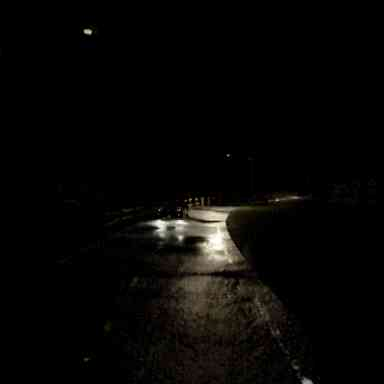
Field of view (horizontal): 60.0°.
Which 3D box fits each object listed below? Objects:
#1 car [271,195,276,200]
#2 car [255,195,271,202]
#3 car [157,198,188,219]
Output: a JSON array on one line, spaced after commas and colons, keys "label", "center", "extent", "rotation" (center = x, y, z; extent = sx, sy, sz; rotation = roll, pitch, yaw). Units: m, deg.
[{"label": "car", "center": [20.693, 1.480, 87.141], "extent": [1.994, 1.385, 4.181], "rotation": [0, 0, 25]}, {"label": "car", "center": [16.256, 1.505, 77.701], "extent": [2.033, 1.411, 5.357], "rotation": [0, 0, 25]}, {"label": "car", "center": [-1.626, 1.396, 29.356], "extent": [2.097, 1.767, 4.553], "rotation": [0, 0, 7]}]
